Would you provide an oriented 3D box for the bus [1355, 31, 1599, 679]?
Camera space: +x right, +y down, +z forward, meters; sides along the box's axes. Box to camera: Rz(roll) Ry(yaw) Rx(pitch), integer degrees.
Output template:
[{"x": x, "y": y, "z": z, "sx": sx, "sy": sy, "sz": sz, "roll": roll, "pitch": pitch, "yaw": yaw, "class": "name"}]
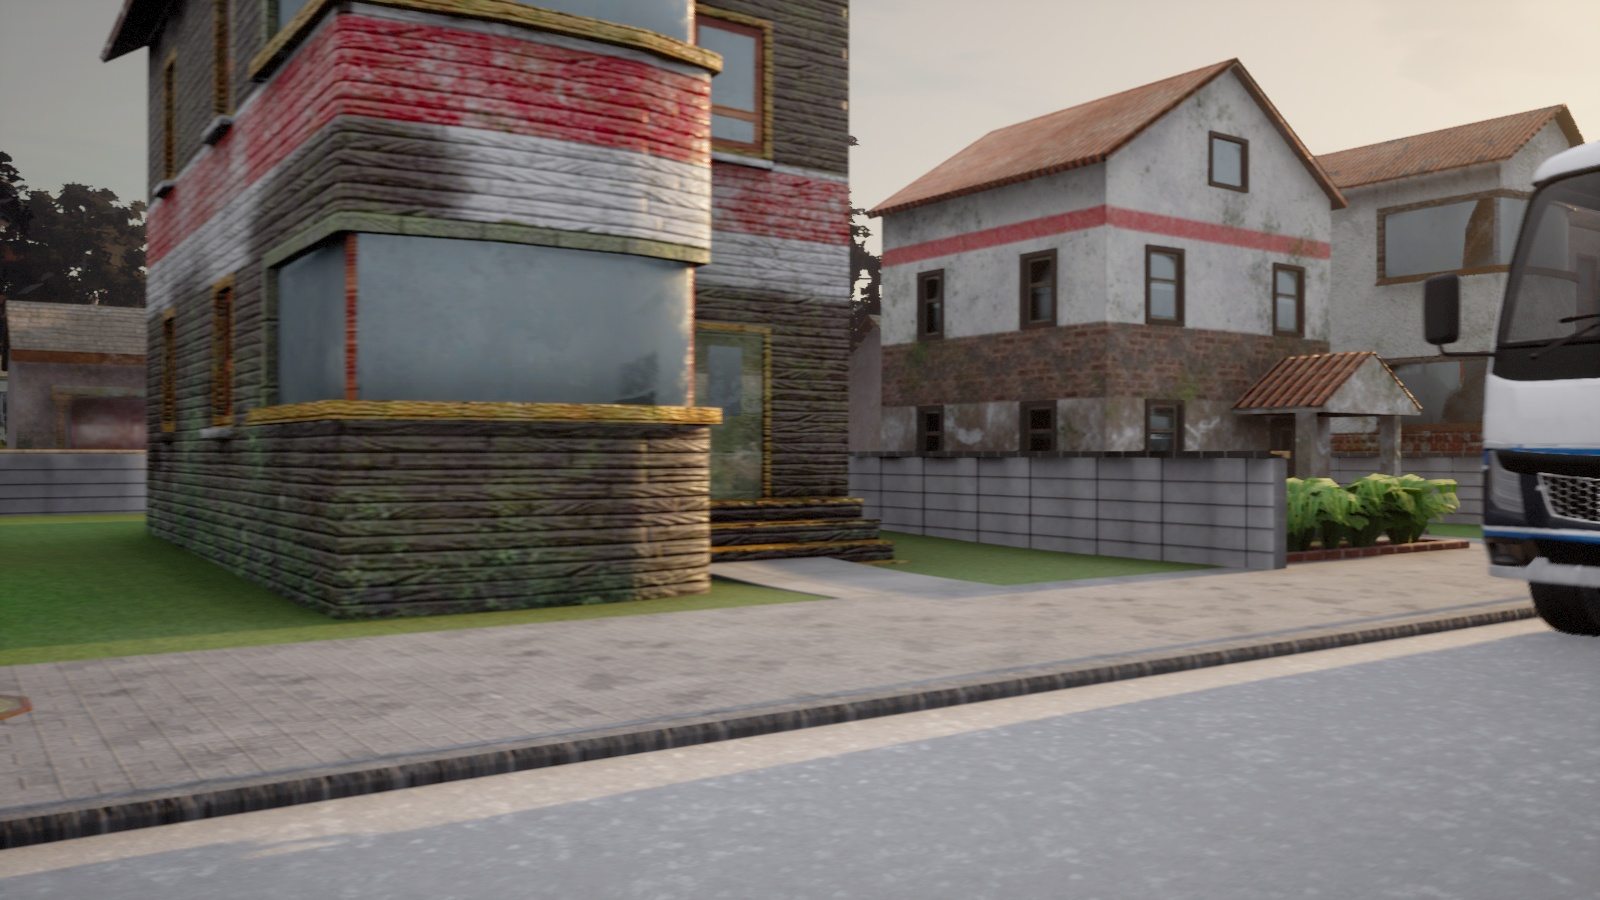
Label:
[{"x": 9.612, "y": -0.625, "z": 10.964, "sx": 10.273, "sy": 4.253, "sz": 3.944, "roll": 0, "pitch": 0, "yaw": -35, "class": "bus"}]
